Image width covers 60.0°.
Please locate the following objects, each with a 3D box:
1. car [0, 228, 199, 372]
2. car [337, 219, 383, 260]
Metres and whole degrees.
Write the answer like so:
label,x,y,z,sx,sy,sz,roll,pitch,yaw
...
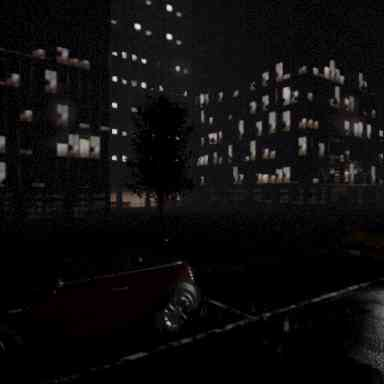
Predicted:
label,x,y,z,sx,sy,sz,roll,pitch,yaw
car,-1.963,1.440,5.160,4.097,1.590,1.967,0,0,-36
car,6.906,1.524,11.488,4.829,1.417,1.752,0,0,-36
